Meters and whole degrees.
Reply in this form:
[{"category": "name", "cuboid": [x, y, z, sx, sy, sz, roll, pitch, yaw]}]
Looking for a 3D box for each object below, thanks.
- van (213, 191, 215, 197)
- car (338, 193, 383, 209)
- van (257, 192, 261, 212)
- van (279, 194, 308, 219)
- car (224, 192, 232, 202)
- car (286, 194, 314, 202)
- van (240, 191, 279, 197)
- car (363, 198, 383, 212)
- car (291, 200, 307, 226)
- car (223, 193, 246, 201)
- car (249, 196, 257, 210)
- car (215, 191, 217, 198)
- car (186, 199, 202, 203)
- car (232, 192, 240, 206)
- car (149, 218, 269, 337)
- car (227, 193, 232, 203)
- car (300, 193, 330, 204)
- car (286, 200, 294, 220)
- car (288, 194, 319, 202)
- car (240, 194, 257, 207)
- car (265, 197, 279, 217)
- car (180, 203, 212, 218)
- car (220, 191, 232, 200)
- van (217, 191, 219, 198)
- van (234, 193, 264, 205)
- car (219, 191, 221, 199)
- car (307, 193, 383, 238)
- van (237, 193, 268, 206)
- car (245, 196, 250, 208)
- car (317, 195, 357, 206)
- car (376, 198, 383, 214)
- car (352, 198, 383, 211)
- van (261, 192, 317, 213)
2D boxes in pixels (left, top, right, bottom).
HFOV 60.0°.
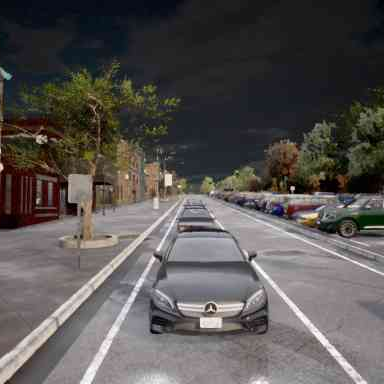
[{"category": "van", "cuboid": [8.649, 0.764, 89.962, 4.442, 1.987, 1.878, 0, 1, 0]}, {"category": "car", "cuboid": [22.149, 1.153, 43.020, 5.566, 2.045, 2.435, 0, 0, 0]}, {"category": "van", "cuboid": [9.278, 1.222, 33.896, 4.442, 1.987, 1.878, 0, 0, 0]}, {"category": "van", "cuboid": [9.338, 1.237, 25.484, 4.442, 1.987, 1.878, 0, 0, 0]}, {"category": "car", "cuboid": [8.961, 1.279, 61.935, 4.674, 1.452, 2.002, 0, 1, 0]}, {"category": "car", "cuboid": [22.007, 1.188, 68.004, 4.892, 1.521, 2.231, 0, 1, 0]}, {"category": "van", "cuboid": [9.199, 1.163, 45.116, 4.442, 1.987, 1.878, 0, 0, 0]}, {"category": "car", "cuboid": [22.187, 1.469, 37.464, 4.792, 1.488, 2.163, 0, 0, 0]}, {"category": "car", "cuboid": [9.075, 1.466, 19.876, 5.366, 1.575, 1.946, 0, 0, 0]}, {"category": "car", "cuboid": [8.873, 1.039, 70.342, 4.553, 1.767, 2.185, 0, 1, 0]}, {"category": "car", "cuboid": [9.171, 1.470, 36.699, 4.792, 1.488, 2.163, 0, 0, 0]}, {"category": "car", "cuboid": [8.820, 1.065, 81.556, 5.008, 1.535, 2.097, 0, 1, 0]}, {"category": "car", "cuboid": [0.221, 1.442, 29.921, 2.128, 1.511, 4.902, 0, 0, 0]}, {"category": "car", "cuboid": [9.035, 1.113, 47.915, 5.566, 2.045, 2.435, 0, 1, 0]}, {"category": "car", "cuboid": [0.253, 1.524, 6.868, 1.812, 1.442, 4.674, 0, 0, 0]}, {"category": "car", "cuboid": [8.997, 1.290, 56.328, 4.892, 1.521, 2.231, 0, 1, 0]}, {"category": "car", "cuboid": [22.091, 1.136, 59.677, 4.553, 1.767, 2.185, 0, 1, 0]}, {"category": "car", "cuboid": [9.244, 1.506, 22.681, 4.674, 1.452, 2.002, 0, 0, 0]}, {"category": "car", "cuboid": [21.835, 1.209, 65.226, 5.366, 1.575, 1.946, 0, 0, 0]}, {"category": "car", "cuboid": [9.109, 1.409, 42.310, 4.892, 1.521, 2.231, 0, 0, 0]}, {"category": "car", "cuboid": [9.196, 1.460, 28.287, 5.008, 1.535, 2.097, 0, 0, 0]}, {"category": "car", "cuboid": [0.194, 1.532, 17.447, 2.033, 1.411, 5.357, 0, 0, 0]}, {"category": "car", "cuboid": [8.915, 0.963, 64.735, 5.566, 2.045, 2.435, 0, 1, 0]}, {"category": "van", "cuboid": [8.728, 0.864, 78.750, 4.442, 1.987, 1.878, 0, 1, 0]}, {"category": "van", "cuboid": [9.140, 1.089, 53.524, 4.442, 1.987, 1.878, 0, 1, 0]}, {"category": "car", "cuboid": [8.896, 0.938, 67.538, 5.566, 2.045, 2.435, 0, 1, 0]}, {"category": "car", "cuboid": [9.252, 1.221, 17.073, 5.566, 2.045, 2.435, 0, 0, 0]}, {"category": "van", "cuboid": [9.159, 1.113, 50.721, 4.442, 1.987, 1.878, 0, 1, 0]}, {"category": "car", "cuboid": [9.119, 1.466, 39.507, 4.674, 1.452, 2.002, 0, 0, 0]}, {"category": "car", "cuboid": [22.304, 1.332, 51.351, 5.366, 1.575, 1.946, 0, 1, 0]}, {"category": "car", "cuboid": [22.421, 1.444, 34.694, 5.366, 1.575, 1.946, 0, 0, 0]}, {"category": "car", "cuboid": [22.226, 1.452, 40.248, 4.792, 1.488, 2.163, 0, 0, 0]}, {"category": "van", "cuboid": [9.065, 1.230, 31.093, 4.442, 1.987, 1.878, 0, 0, 0]}]
